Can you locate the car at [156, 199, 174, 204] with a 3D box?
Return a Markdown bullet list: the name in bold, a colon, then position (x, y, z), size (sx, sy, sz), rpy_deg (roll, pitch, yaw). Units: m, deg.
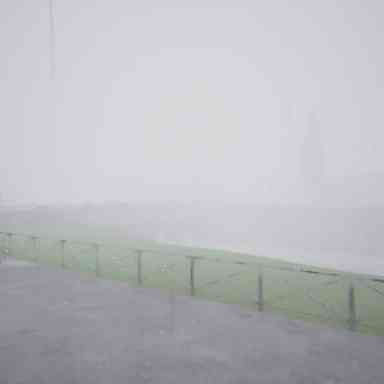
- **car**: position (-4.681, 2.010, 62.636), size (1.895, 1.301, 4.718), rpy_deg (-1, 0, 36)
